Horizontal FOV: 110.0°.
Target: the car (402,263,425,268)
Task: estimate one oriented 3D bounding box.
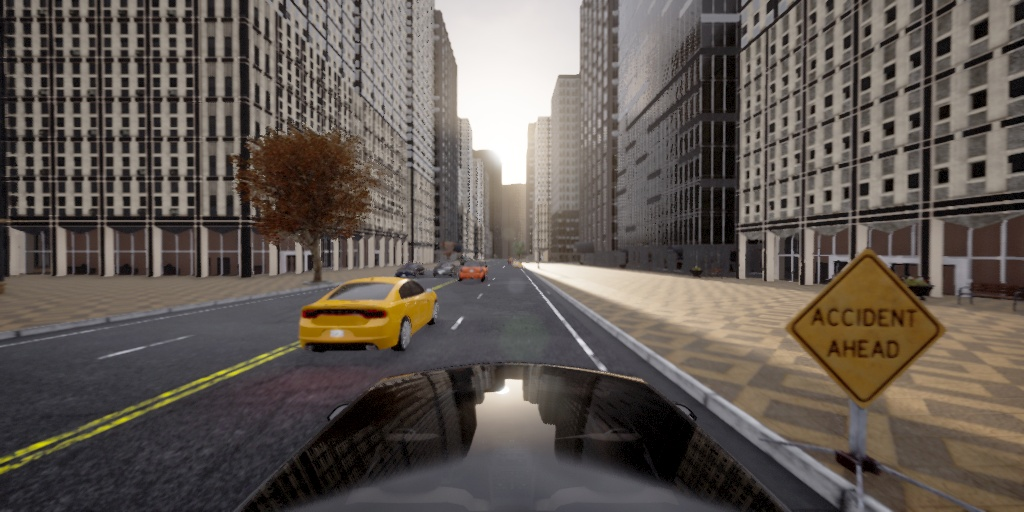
[{"bbox_3d":[-9.878,1.402,35.423,2.033,1.411,5.357,0,0,0],"label":"car"}]

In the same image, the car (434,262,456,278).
[{"bbox_3d":[-6.626,1.346,35.861,2.128,1.511,4.902,0,0,0],"label":"car"}]

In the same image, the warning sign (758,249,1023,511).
[{"bbox_3d":[2.848,0.869,2.964,1.300,1.860,1.060,0,0,0],"label":"warning sign"}]

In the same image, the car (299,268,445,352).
[{"bbox_3d":[-3.172,1.250,8.992,1.882,1.535,5.008,0,0,0],"label":"car"}]

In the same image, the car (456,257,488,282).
[{"bbox_3d":[-3.181,1.190,30.459,2.097,1.767,4.553,0,0,0],"label":"car"}]
